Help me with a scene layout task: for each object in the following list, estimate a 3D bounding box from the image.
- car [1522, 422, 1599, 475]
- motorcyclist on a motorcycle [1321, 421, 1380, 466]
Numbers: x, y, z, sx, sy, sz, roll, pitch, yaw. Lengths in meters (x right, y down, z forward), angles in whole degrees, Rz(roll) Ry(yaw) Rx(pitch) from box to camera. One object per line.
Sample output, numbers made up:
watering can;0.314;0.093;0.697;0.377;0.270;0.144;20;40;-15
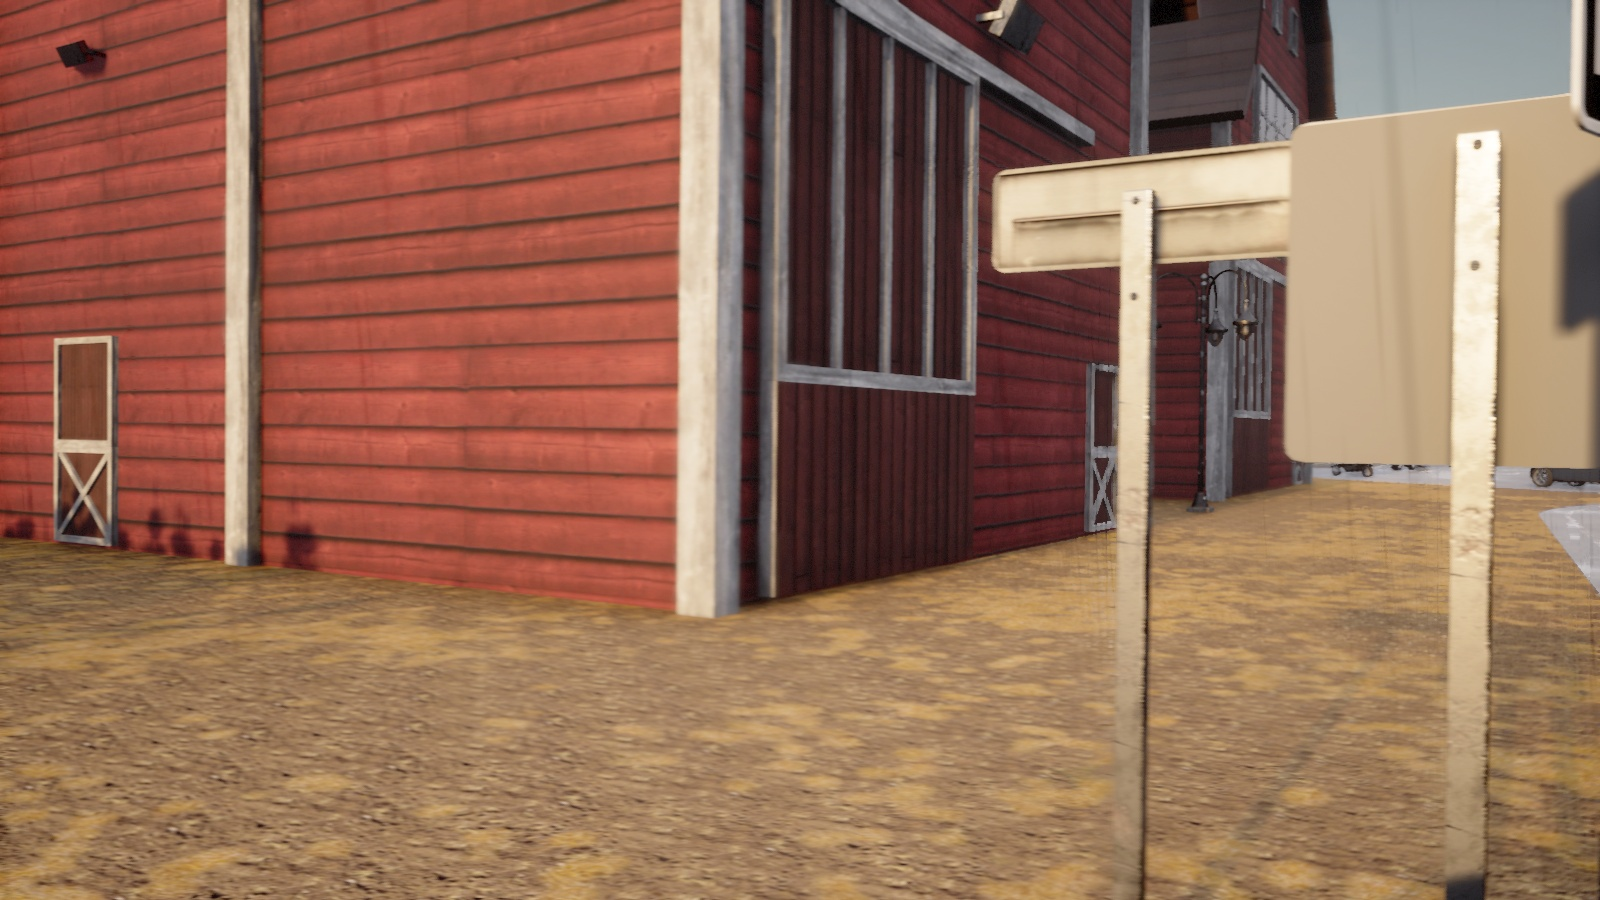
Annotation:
car;23.360;-0.065;36.601;1.845;1.501;3.633;-1;1;-22
motorcyclist on a motorcycle;19.710;-0.255;44.993;0.866;1.590;1.817;-1;2;-27
